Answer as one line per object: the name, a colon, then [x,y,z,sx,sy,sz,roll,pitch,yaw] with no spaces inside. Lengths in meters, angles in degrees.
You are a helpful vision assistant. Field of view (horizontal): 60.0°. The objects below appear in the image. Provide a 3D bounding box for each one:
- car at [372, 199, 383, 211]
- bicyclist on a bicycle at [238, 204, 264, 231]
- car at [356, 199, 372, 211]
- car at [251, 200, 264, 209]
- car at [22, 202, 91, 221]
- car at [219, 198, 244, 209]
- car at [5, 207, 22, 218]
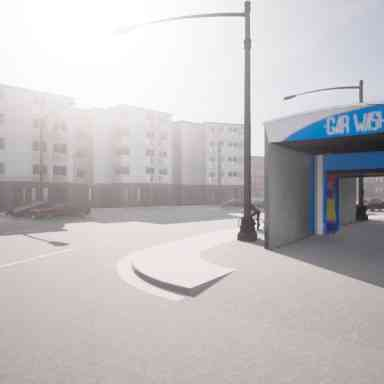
car: [22.009,1.526,39.913,4.674,1.442,1.812,0,0,-18]
bicyclist on a bicycle: [3.233,1.301,18.267,1.656,1.620,0.582,0,0,38]
car: [15.684,1.601,34.084,4.718,1.301,1.895,0,0,-22]
car: [10.299,1.506,43.410,4.892,1.490,1.837,1,0,-22]
car: [-10.699,1.601,26.913,1.895,1.301,4.718,0,0,37]
car: [5.922,1.525,45.235,4.674,1.442,1.812,0,0,-26]
car: [-13.311,1.548,29.285,2.033,1.411,5.357,0,0,37]
